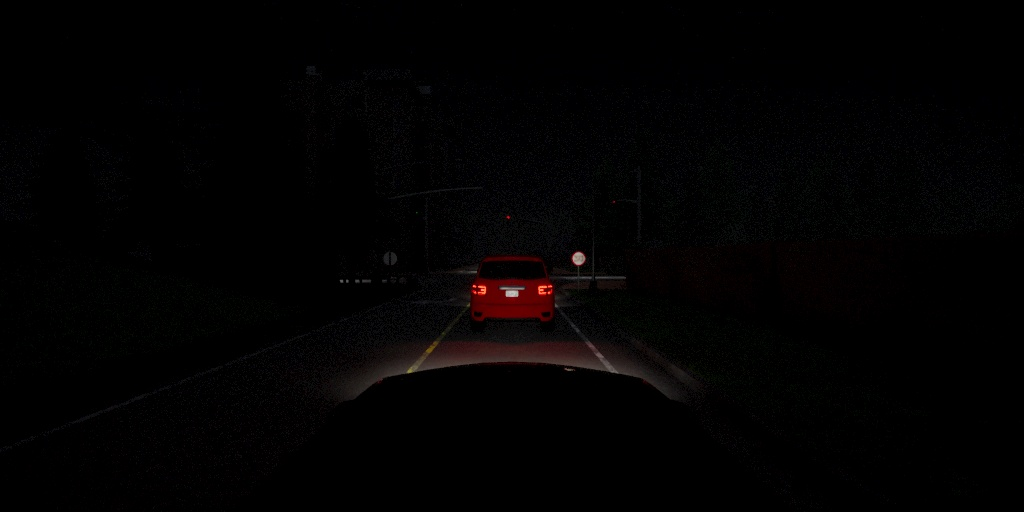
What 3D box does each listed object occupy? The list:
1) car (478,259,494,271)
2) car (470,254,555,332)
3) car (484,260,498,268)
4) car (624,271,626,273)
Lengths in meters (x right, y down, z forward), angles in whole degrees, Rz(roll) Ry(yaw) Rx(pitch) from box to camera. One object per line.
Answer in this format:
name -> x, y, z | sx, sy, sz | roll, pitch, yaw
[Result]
car -> -3.550, 1.227, 50.077 | 1.882, 1.535, 5.008 | 0, 0, 0
car -> 0.050, 0.971, 11.027 | 2.150, 2.045, 5.566 | 0, 0, 1
car -> -3.523, 1.314, 61.196 | 1.994, 1.385, 4.181 | 0, 0, 1
car -> 12.943, 1.337, 33.154 | 4.718, 1.301, 1.895 | 0, 0, -2
